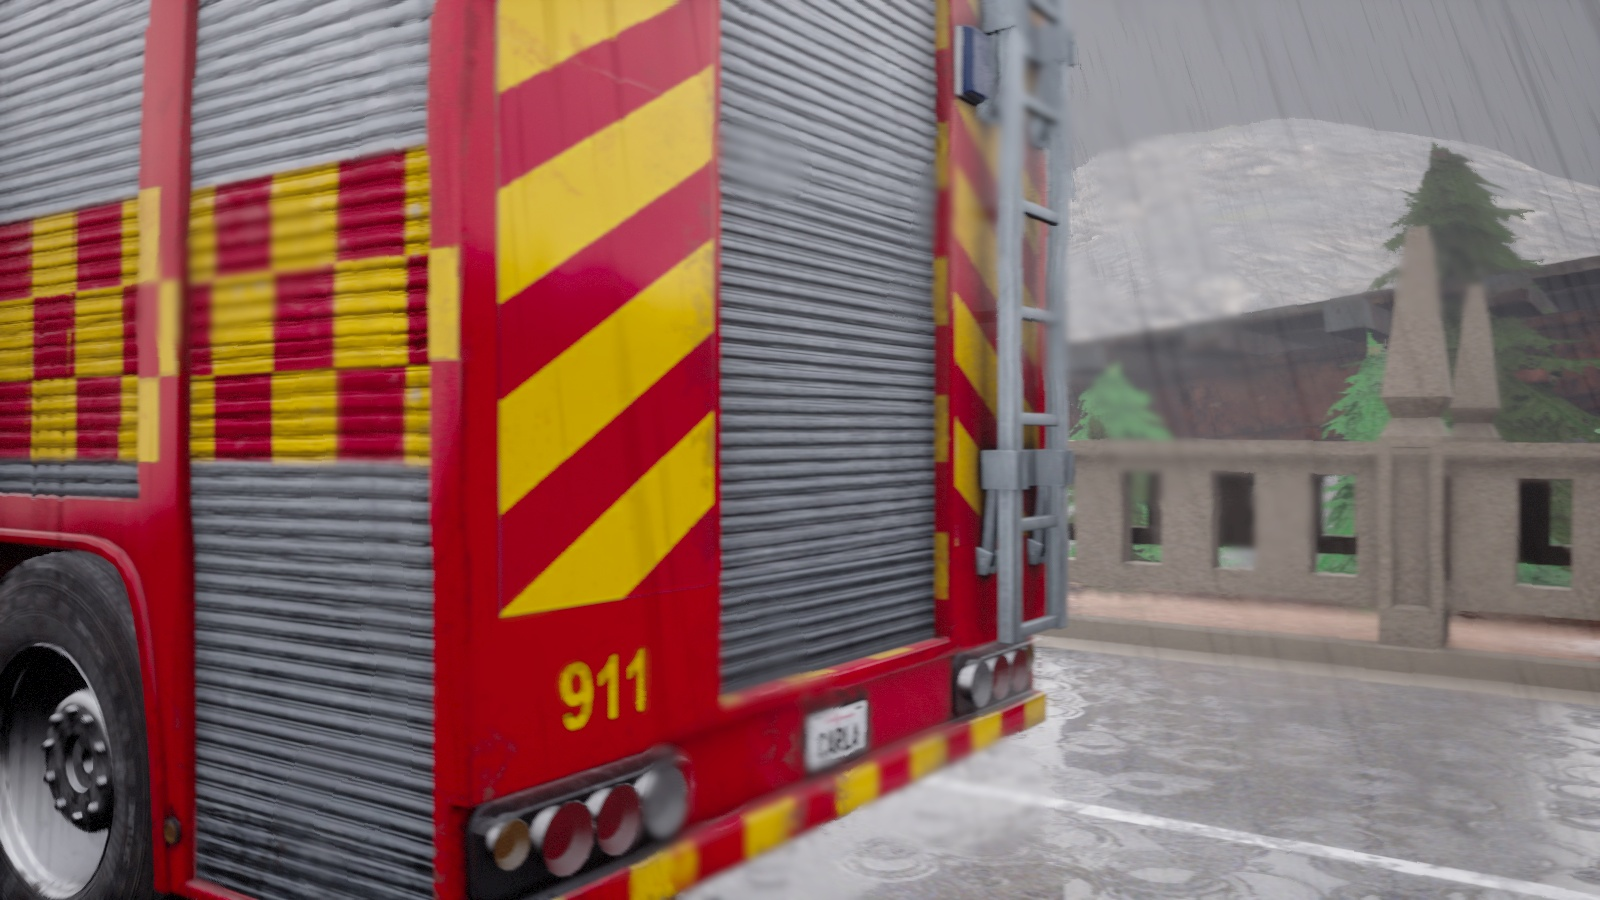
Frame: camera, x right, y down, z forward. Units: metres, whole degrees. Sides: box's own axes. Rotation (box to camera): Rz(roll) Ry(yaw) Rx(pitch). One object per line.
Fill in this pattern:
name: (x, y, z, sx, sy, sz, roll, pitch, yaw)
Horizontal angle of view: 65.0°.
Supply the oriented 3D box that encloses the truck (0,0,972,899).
truck: (-3.686, -0.429, 6.051, 8.468, 3.827, 2.891, -1, 0, 34)
